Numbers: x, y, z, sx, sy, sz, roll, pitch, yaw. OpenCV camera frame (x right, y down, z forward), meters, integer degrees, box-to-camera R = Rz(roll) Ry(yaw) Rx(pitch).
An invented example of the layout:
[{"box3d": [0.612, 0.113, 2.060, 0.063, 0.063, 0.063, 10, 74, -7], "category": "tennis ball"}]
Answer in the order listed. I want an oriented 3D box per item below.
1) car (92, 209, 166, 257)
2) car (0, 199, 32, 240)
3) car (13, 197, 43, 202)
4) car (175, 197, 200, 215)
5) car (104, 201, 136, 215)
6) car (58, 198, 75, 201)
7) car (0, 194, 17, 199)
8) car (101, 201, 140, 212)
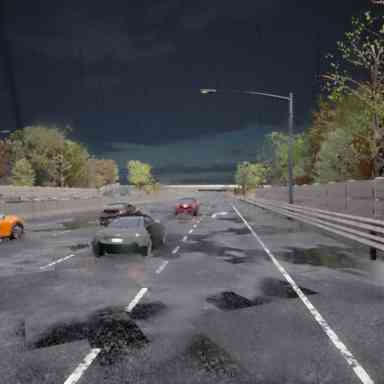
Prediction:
[{"box3d": [-2.273, 1.562, 12.930, 1.994, 1.385, 4.181, 0, 0, 5], "category": "car"}, {"box3d": [-9.196, 1.350, 14.096, 2.097, 1.767, 4.553, 0, 0, 5], "category": "car"}, {"box3d": [-20.784, 1.603, 43.501, 1.895, 1.301, 4.718, 0, 0, 5], "category": "car"}, {"box3d": [-0.403, 1.351, 33.496, 2.097, 1.767, 4.553, 0, 0, 5], "category": "car"}, {"box3d": [-7.351, 1.600, 34.429, 1.895, 1.301, 4.718, 0, 0, 5], "category": "car"}, {"box3d": [-17.107, 1.530, 45.285, 1.812, 1.442, 4.674, 0, 0, 5], "category": "car"}, {"box3d": [-24.267, 1.355, 43.842, 2.097, 1.767, 4.553, 0, 0, 6], "category": "car"}, {"box3d": [-4.866, 1.504, 23.087, 1.837, 1.490, 4.892, 0, 0, 5], "category": "car"}]
